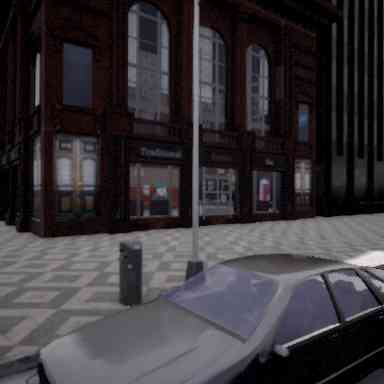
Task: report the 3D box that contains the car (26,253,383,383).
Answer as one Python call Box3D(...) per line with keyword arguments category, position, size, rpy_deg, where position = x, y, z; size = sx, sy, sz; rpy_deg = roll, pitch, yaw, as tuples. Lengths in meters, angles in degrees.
Box3D(category="car", position=(1.015, 1.548, 4.100), size=(5.357, 1.411, 2.033), rpy_deg=(0, 0, -36))
